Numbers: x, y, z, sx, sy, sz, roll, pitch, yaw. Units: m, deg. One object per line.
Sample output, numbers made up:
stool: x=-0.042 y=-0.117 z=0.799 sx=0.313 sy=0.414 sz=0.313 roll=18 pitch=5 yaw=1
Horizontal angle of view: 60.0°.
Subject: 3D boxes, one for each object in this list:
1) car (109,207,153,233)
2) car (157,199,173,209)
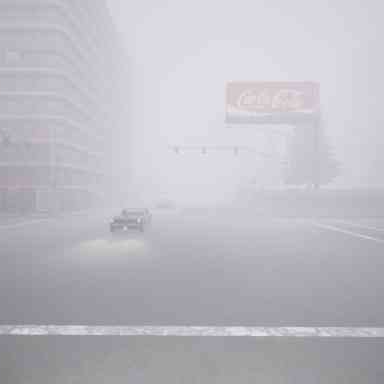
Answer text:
car: x=-3.520 y=1.601 z=19.738 sx=1.895 sy=1.301 sz=4.718 roll=0 pitch=0 yaw=0
car: x=-3.542 y=1.598 z=44.644 sx=1.895 sy=1.301 sz=4.718 roll=0 pitch=0 yaw=0
